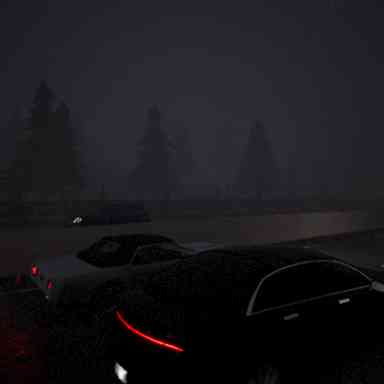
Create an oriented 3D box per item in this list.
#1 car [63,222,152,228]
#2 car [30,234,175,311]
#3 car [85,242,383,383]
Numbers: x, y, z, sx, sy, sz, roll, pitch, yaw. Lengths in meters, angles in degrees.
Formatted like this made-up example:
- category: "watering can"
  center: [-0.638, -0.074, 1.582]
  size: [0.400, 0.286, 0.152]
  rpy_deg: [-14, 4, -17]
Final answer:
- category: "car"
  center: [-4.477, 1.365, 17.874]
  size: [4.553, 1.767, 2.097]
  rpy_deg: [0, 0, -36]
- category: "car"
  center: [-0.876, 1.608, 7.421]
  size: [4.718, 1.301, 1.895]
  rpy_deg: [0, 0, -36]
- category: "car"
  center: [1.275, 1.513, 4.657]
  size: [4.892, 1.490, 1.837]
  rpy_deg: [0, 0, -36]
